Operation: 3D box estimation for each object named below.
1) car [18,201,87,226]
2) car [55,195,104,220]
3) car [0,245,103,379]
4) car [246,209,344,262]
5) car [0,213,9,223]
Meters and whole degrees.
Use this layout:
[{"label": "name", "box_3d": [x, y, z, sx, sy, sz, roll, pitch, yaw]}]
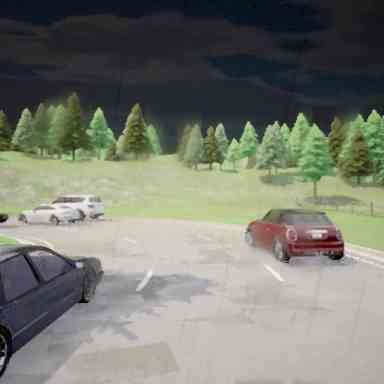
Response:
[{"label": "car", "box_3d": [-10.234, 1.573, 23.826, 4.674, 1.442, 1.812, 0, -1, 21]}, {"label": "car", "box_3d": [-9.997, 1.279, 27.514, 5.566, 2.045, 2.150, 0, -1, 18]}, {"label": "car", "box_3d": [-3.073, 1.556, 5.178, 2.033, 1.411, 5.357, 0, 0, 3]}, {"label": "car", "box_3d": [3.590, 1.391, 12.477, 2.097, 1.767, 4.553, 0, 0, -8]}, {"label": "car", "box_3d": [-14.497, 1.635, 21.294, 4.718, 1.301, 1.895, 0, 0, 6]}]
